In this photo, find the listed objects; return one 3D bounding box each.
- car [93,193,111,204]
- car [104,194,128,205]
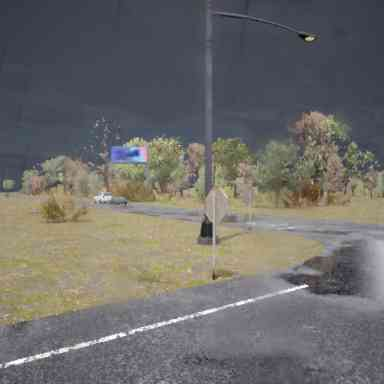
[{"bbox_3d":[-16.281,1.109,60.944,2.150,2.045,5.566,0,0,-34],"label":"car"},{"bbox_3d":[-12.275,1.448,55.003,2.033,1.411,5.357,0,0,-33],"label":"car"}]
